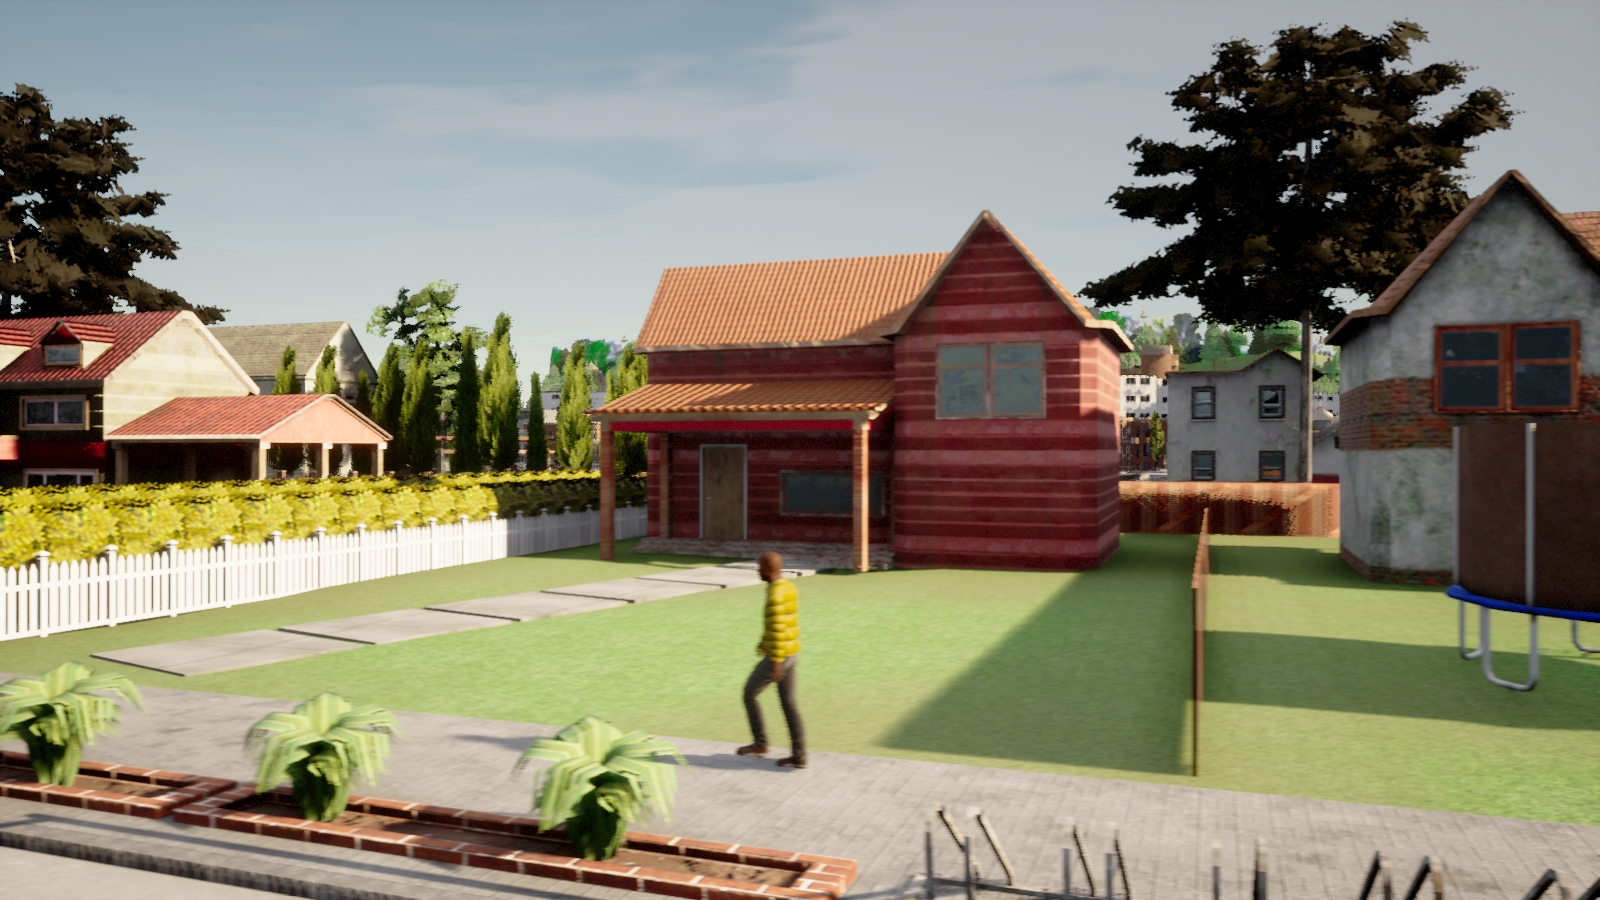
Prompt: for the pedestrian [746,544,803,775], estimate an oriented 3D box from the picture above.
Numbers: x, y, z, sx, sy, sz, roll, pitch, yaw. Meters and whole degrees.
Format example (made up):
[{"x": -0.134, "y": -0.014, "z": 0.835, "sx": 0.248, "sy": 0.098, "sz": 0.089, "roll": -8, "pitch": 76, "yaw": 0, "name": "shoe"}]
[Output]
[{"x": -0.212, "y": 1.741, "z": 9.620, "sx": 0.375, "sy": 1.860, "sz": 0.375, "roll": 0, "pitch": 0, "yaw": 19, "name": "pedestrian"}]
